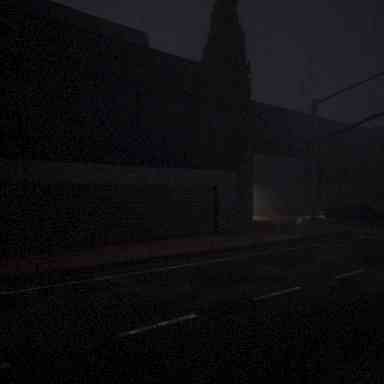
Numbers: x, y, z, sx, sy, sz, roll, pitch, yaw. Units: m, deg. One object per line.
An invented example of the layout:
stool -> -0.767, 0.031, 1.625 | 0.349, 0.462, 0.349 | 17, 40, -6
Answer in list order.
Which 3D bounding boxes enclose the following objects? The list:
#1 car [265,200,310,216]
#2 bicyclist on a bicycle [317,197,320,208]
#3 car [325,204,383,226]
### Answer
car -> 9.389, 1.526, 33.130 | 1.812, 1.442, 4.674 | 0, 1, -37
bicyclist on a bicycle -> 16.181, 1.303, 43.227 | 1.656, 1.620, 0.582 | 0, 0, -37
car -> 12.228, 1.547, 23.537 | 2.033, 1.411, 5.357 | 0, 0, -38
